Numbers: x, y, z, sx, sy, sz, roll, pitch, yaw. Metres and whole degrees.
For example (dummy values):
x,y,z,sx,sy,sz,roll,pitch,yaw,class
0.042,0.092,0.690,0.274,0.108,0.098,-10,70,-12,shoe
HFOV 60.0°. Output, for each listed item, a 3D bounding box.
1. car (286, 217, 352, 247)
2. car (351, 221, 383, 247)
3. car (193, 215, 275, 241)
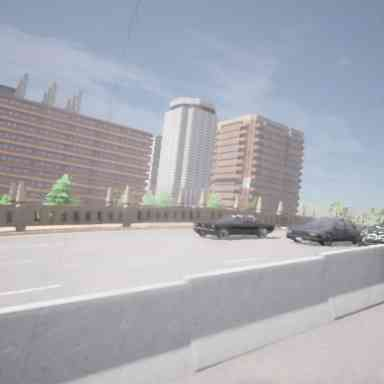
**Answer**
x,y,z,sx,sy,sz,roll,pitch,yaw,class
7.431,2.084,17.890,5.357,1.411,2.033,5,-3,-35,car
9.625,1.899,15.153,4.553,1.767,2.097,5,-3,-35,car
2.386,1.917,18.591,4.718,1.301,1.895,4,-2,-35,car
